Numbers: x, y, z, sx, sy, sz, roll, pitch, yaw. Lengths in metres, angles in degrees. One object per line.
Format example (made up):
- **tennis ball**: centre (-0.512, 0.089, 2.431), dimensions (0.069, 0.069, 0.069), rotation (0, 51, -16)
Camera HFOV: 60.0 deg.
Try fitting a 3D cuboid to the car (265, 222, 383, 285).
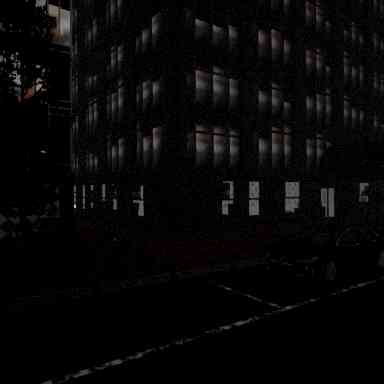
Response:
- **car**: centre (3.932, 1.549, 9.401), dimensions (4.403, 1.369, 2.008), rotation (0, -1, -36)
